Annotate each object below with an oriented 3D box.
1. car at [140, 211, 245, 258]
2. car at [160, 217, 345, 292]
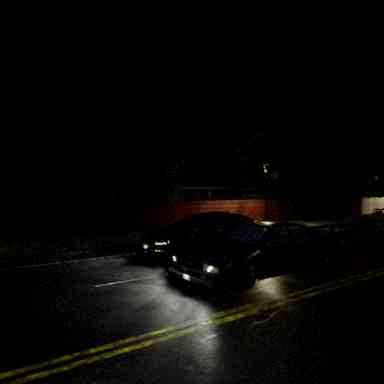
[{"bbox_3d":[0.496,1.500,12.028,4.892,1.490,1.837,0,0,-36],"label":"car"},{"bbox_3d":[2.035,1.543,9.132,5.357,1.411,2.033,0,0,-36],"label":"car"}]
